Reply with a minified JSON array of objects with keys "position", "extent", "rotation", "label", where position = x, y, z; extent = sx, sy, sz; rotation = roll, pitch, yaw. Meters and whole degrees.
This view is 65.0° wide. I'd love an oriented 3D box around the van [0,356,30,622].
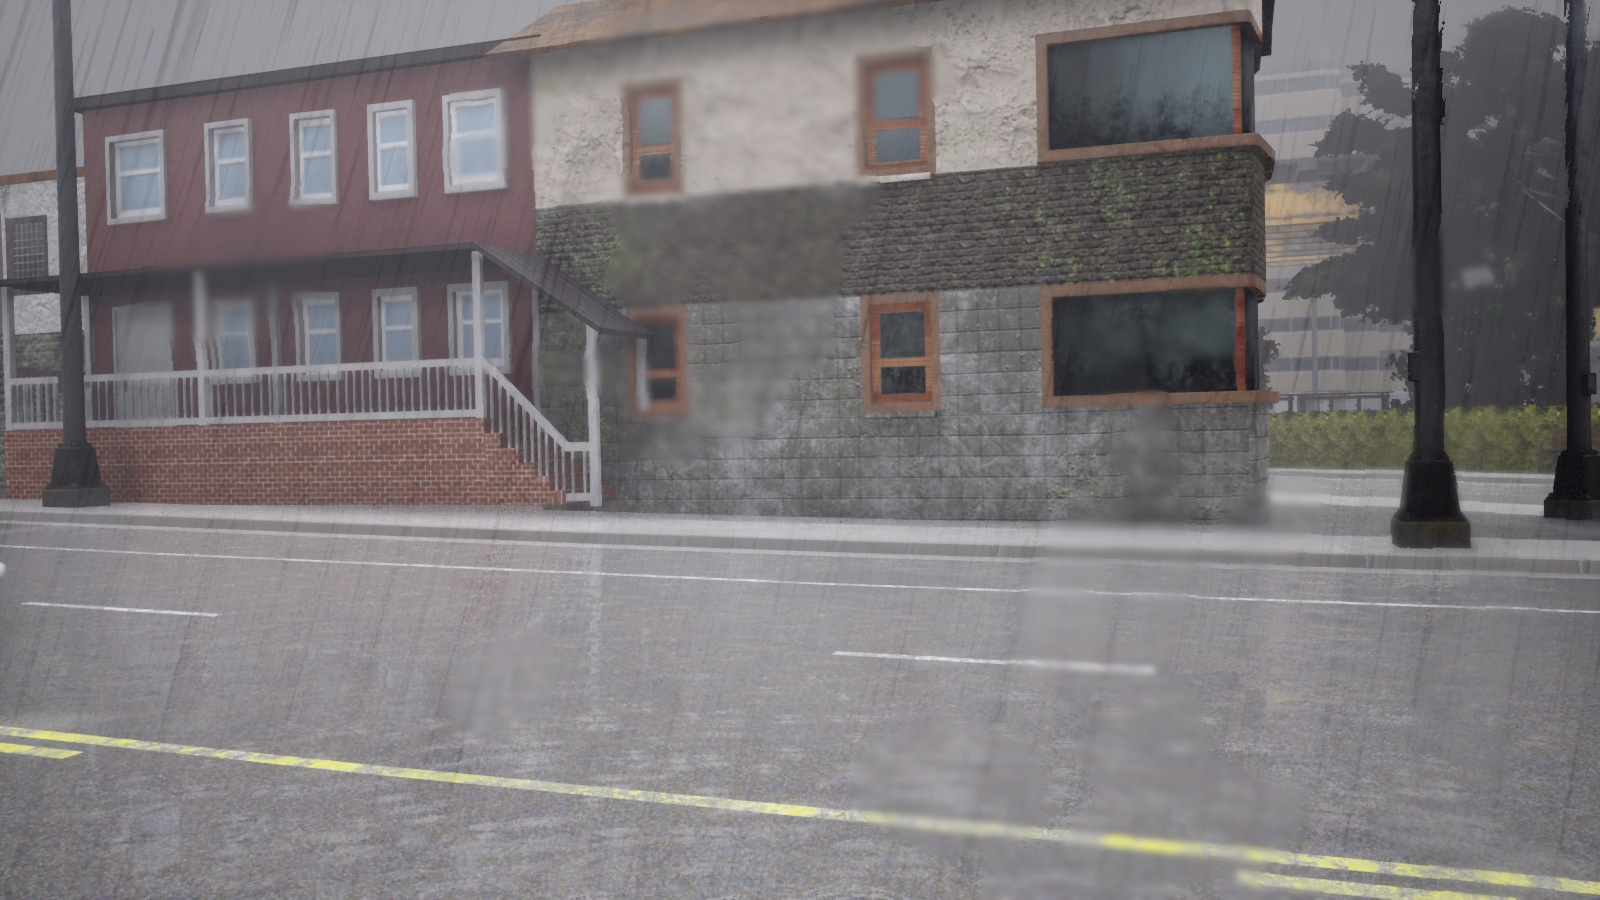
[{"position":[-8.493,0.273,9.565],"extent":[4.480,2.038,2.069],"rotation":[1,1,18],"label":"van"}]
